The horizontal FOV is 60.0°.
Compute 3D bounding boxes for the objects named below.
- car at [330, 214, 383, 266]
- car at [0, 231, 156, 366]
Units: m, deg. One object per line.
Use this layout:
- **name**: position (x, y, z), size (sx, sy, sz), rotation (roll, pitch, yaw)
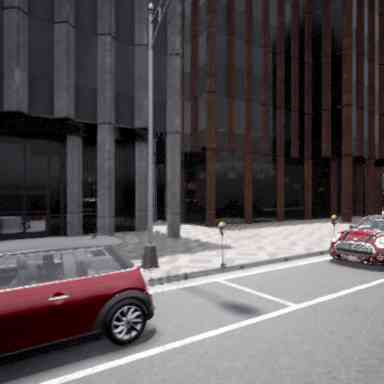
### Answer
- **car**: position (6.510, 1.506, 11.300), size (4.097, 1.590, 1.967), rotation (0, 0, -36)
- **car**: position (-2.666, 1.442, 4.751), size (4.097, 1.590, 1.967), rotation (0, 0, -36)
